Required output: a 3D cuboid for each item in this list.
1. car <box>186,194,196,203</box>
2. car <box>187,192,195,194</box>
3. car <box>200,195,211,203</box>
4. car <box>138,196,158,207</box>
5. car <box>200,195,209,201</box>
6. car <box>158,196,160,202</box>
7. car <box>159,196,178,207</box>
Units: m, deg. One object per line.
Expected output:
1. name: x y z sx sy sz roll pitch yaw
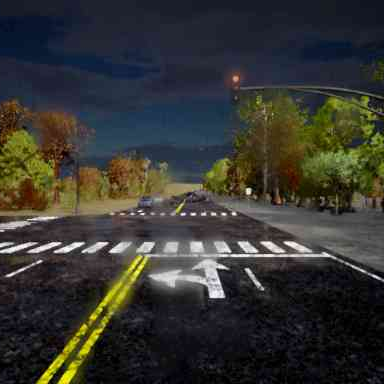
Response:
1. car: -0.173 1.579 70.795 1.895 1.301 4.718 0 0 0
2. car: -0.231 1.078 80.898 2.150 2.045 5.566 0 0 0
3. car: 3.068 1.476 71.556 2.128 1.511 4.902 0 0 0
4. car: -6.737 1.335 49.611 2.097 1.767 4.553 0 0 0
5. car: 3.016 1.425 81.711 2.033 1.411 5.357 0 0 0
6. car: -6.711 1.506 66.065 1.812 1.442 4.674 0 0 0
7. car: -3.489 1.584 50.008 1.895 1.301 4.718 0 0 0
